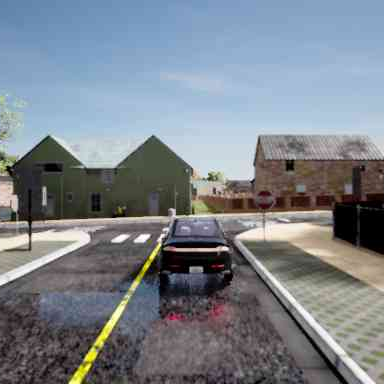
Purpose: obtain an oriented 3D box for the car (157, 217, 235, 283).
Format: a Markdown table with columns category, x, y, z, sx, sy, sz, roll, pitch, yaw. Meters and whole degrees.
| category | x | y | z | sx | sy | sz | roll | pitch | yaw |
| --- | --- | --- | --- | --- | --- | --- | --- | --- | --- |
| car | 0.113 | 1.484 | 9.678 | 2.128 | 1.511 | 4.902 | 0 | 0 | 1 |
